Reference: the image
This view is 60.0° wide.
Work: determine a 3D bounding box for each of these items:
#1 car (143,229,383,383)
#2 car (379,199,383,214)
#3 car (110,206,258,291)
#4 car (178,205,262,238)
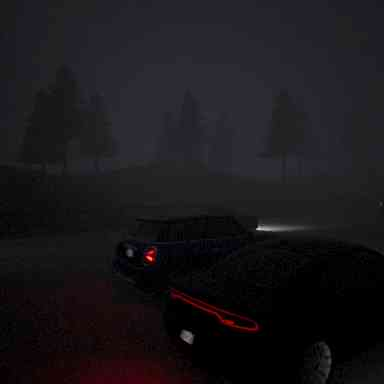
[{"bbox_3d":[1.962,1.438,5.136,5.008,1.535,1.882,0,0,-35],"label":"car"},{"bbox_3d":[18.836,1.073,29.981,4.553,1.767,2.097,0,0,-35],"label":"car"},{"bbox_3d":[0.402,1.304,8.320,4.553,1.767,2.097,-1,0,-35],"label":"car"},{"bbox_3d":[1.553,1.456,17.720,4.181,1.385,1.994,-1,0,-35],"label":"car"}]
